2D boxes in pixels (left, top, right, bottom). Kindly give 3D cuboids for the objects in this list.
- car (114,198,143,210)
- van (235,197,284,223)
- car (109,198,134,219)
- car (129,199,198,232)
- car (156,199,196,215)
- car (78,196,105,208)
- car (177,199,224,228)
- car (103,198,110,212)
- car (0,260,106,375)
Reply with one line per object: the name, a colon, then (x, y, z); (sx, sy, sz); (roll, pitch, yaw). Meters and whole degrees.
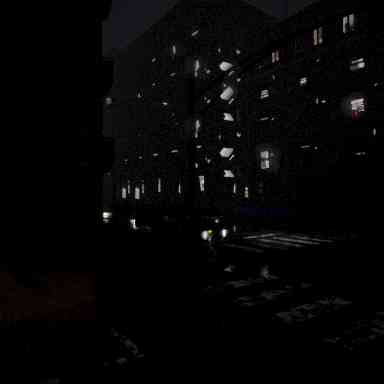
car: (-8.293, 1.463, 43.277); (1.887, 1.381, 4.507); (-1, 0, -36)
van: (4.982, 1.280, 24.930); (1.690, 1.788, 3.998); (0, 0, -36)
car: (-5.343, 1.532, 29.314); (1.994, 1.385, 4.181); (-1, 0, -37)
car: (-1.818, 1.441, 20.033); (1.967, 1.590, 4.097); (0, 0, -36)
car: (-1.755, 1.450, 34.242); (1.752, 1.417, 4.829); (0, 0, -36)
car: (-14.256, 1.429, 47.008); (2.128, 1.511, 4.902); (-1, 0, -36)
car: (0.050, 1.473, 21.866); (2.128, 1.511, 4.902); (-1, 0, -36)
car: (-11.421, 1.439, 37.739); (1.882, 1.535, 5.008); (-1, 0, -36)
car: (-3.549, 1.525, 4.036); (4.829, 1.417, 1.752); (0, 0, -35)
